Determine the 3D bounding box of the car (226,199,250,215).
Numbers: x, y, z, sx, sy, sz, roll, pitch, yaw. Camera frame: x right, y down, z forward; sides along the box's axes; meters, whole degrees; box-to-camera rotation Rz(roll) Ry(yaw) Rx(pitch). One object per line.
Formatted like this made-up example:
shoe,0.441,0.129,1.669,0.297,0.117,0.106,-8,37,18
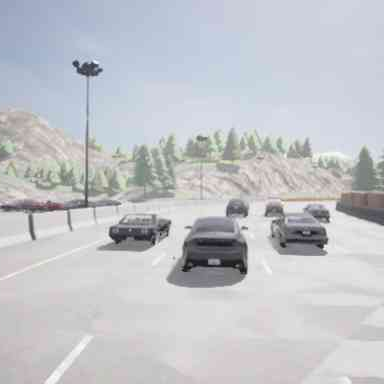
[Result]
car,4.662,1.500,33.372,2.097,1.767,4.553,1,0,14

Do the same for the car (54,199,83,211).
car,-12.687,1.538,36.973,1.837,1.490,4.892,0,0,14

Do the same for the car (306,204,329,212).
car,10.744,1.738,29.002,2.033,1.411,5.357,0,0,13

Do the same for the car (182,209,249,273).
car,0.788,1.547,10.904,1.837,1.490,4.892,0,0,5

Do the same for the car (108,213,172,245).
car,-2.220,1.629,15.690,1.895,1.301,4.718,1,0,7

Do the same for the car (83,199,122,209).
car,-9.331,1.508,35.957,1.882,1.535,5.008,0,0,14

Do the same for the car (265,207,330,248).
car,4.765,1.640,15.376,2.033,1.411,5.357,0,0,7

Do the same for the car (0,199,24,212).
car,-19.489,1.487,38.624,2.033,1.411,5.357,0,0,14

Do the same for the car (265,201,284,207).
car,8.745,1.717,35.280,1.812,1.442,4.674,0,0,15

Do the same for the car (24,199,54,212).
car,-16.165,1.567,37.479,1.895,1.301,4.718,0,0,14
